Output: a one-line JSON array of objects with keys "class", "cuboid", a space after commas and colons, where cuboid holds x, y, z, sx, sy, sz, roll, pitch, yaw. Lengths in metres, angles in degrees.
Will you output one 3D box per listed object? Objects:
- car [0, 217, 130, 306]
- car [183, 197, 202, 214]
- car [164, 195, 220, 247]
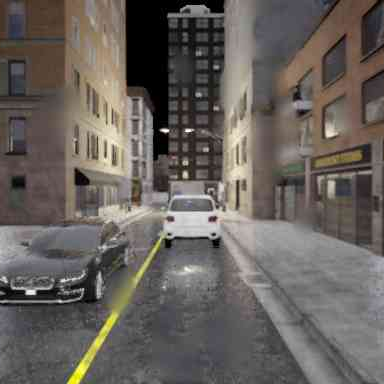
[{"class": "car", "cuboid": [-2.758, 1.447, 8.112, 1.837, 1.490, 4.892, 0, 0, 0]}, {"class": "car", "cuboid": [0.052, 1.288, 33.044, 1.812, 1.442, 4.674, 0, 0, 0]}, {"class": "car", "cuboid": [0.057, 1.116, 14.548, 2.150, 2.045, 5.566, 0, 1, 2]}]
